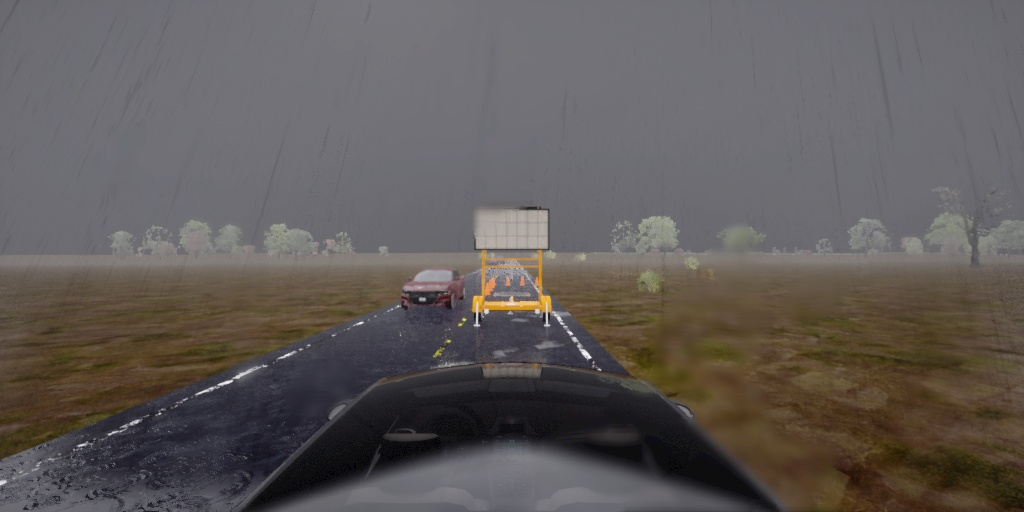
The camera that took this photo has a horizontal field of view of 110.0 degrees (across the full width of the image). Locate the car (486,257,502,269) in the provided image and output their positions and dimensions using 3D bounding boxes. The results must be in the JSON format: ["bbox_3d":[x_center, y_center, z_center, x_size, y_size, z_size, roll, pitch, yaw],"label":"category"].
[{"bbox_3d":[-3.087,1.297,57.256,2.033,1.411,5.357,0,0,0],"label":"car"}]

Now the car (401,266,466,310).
[{"bbox_3d":[-3.099,1.227,14.910,1.882,1.535,5.008,0,0,0],"label":"car"}]

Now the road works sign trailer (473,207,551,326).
[{"bbox_3d":[-0.001,0.214,11.611,2.380,3.560,2.880,0,0,0],"label":"road works sign trailer"}]
